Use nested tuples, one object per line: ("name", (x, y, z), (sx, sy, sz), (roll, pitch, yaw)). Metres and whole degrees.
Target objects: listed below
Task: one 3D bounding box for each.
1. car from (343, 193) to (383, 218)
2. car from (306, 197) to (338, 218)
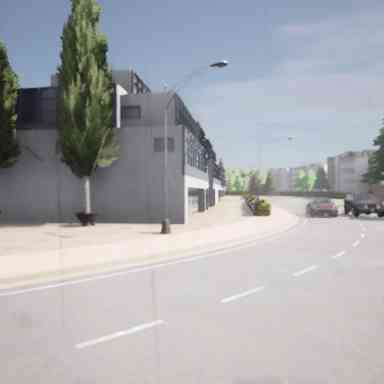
("car", (14.904, 1.103, 29.150), (2.150, 2.045, 5.566), (0, 0, 12))
("car", (11.224, 1.253, 28.906), (2.097, 1.767, 4.553), (0, 0, 13))
